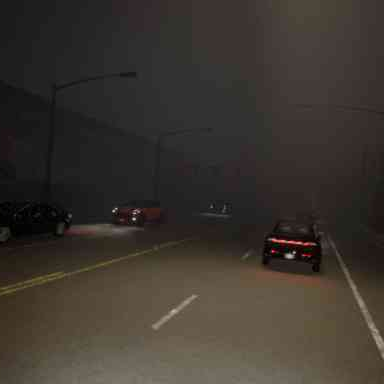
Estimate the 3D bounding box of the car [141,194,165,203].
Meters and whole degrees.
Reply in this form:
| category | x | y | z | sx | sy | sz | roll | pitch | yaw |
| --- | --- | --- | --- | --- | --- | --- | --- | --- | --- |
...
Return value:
| category | x | y | z | sx | sy | sz | roll | pitch | yaw |
| --- | --- | --- | --- | --- | --- | --- | --- | --- | --- |
| car | -8.538 | 1.428 | 73.330 | 4.974 | 1.542 | 2.038 | 4 | -1 | -41 |

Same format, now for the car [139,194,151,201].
| category | x | y | z | sx | sy | sz | roll | pitch | yaw |
| --- | --- | --- | --- | --- | --- | --- | --- | --- | --- |
| car | -9.633 | 1.155 | 68.068 | 1.853 | 1.218 | 4.536 | 4 | 0 | -16 |

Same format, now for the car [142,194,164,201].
| category | x | y | z | sx | sy | sz | roll | pitch | yaw |
| --- | --- | --- | --- | --- | --- | --- | --- | --- | --- |
| car | -8.566 | 1.268 | 73.296 | 4.536 | 1.218 | 1.853 | 4 | -1 | -41 |

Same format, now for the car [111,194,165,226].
| category | x | y | z | sx | sy | sz | roll | pitch | yaw |
| --- | --- | --- | --- | --- | --- | --- | --- | --- | --- |
| car | -3.607 | 1.277 | 22.953 | 2.097 | 1.767 | 4.553 | 4 | -1 | 20 |

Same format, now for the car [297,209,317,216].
| category | x | y | z | sx | sy | sz | roll | pitch | yaw |
| --- | --- | --- | --- | --- | --- | --- | --- | --- | --- |
| car | 12.633 | 2.634 | 36.701 | 1.882 | 1.535 | 5.008 | 4 | -1 | 20 |

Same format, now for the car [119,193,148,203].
| category | x | y | z | sx | sy | sz | roll | pitch | yaw |
| --- | --- | --- | --- | --- | --- | --- | --- | --- | --- |
| car | -11.192 | 1.172 | 63.684 | 4.974 | 1.542 | 2.038 | 4 | 0 | -26 |

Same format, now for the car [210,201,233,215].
| category | x | y | z | sx | sy | sz | roll | pitch | yaw |
| --- | --- | --- | --- | --- | --- | --- | --- | --- | --- |
| car | 3.962 | 1.950 | 43.594 | 2.097 | 1.767 | 4.553 | 4 | 0 | 21 |

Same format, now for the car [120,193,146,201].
| category | x | y | z | sx | sy | sz | roll | pitch | yaw |
| --- | --- | --- | --- | --- | --- | --- | --- | --- | --- |
| car | -11.227 | 1.011 | 63.662 | 4.536 | 1.218 | 1.853 | 4 | 0 | -26 |

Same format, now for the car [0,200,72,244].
| category | x | y | z | sx | sy | sz | roll | pitch | yaw |
| --- | --- | --- | --- | --- | --- | --- | --- | --- | --- |
| car | -7.023 | 1.121 | 13.589 | 1.837 | 1.490 | 4.892 | 4 | 0 | 20 |

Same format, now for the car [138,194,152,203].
| category | x | y | z | sx | sy | sz | roll | pitch | yaw |
| --- | --- | --- | --- | --- | --- | --- | --- | --- | --- |
| car | -9.629 | 1.312 | 68.017 | 2.038 | 1.542 | 4.974 | 4 | 0 | -16 |

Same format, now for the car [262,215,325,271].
| category | x | y | z | sx | sy | sz | roll | pitch | yaw |
| --- | --- | --- | --- | --- | --- | --- | --- | --- | --- |
| car | 3.862 | 1.846 | 12.556 | 2.128 | 1.511 | 4.902 | 4 | -1 | 20 |
